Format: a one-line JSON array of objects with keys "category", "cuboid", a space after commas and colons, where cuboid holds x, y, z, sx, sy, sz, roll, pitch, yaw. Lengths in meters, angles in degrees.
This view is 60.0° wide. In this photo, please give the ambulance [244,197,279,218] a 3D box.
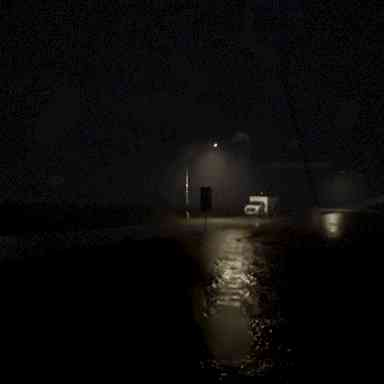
[{"category": "ambulance", "cuboid": [8.754, 1.845, 41.711, 2.351, 2.431, 6.366, 1, -1, 36]}]
